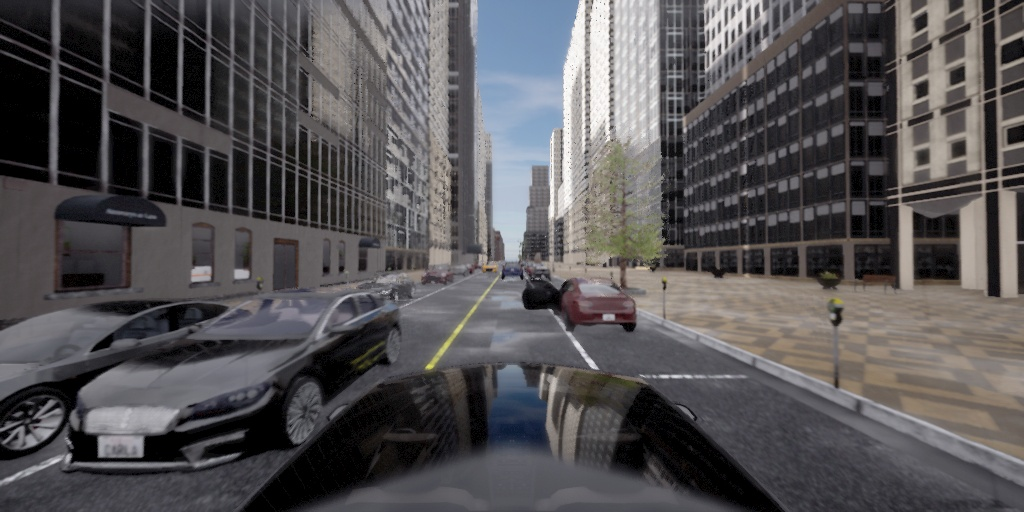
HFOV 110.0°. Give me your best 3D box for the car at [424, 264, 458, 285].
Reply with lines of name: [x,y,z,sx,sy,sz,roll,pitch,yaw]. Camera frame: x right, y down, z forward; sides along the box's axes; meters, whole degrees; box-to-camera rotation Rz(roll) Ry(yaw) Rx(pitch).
car: [-5.694,1.367,27.830,1.967,1.591,4.097,0,0,0]

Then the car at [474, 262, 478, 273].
car: [-5.697,1.590,44.897,1.888,1.381,4.507,0,0,0]

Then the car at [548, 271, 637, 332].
car: [2.351,1.339,11.005,1.812,1.442,4.674,0,0,0]

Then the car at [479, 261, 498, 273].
car: [-3.007,1.591,49.576,1.882,1.535,5.008,0,0,0]

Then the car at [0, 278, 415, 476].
car: [-3.101,1.266,5.295,2.128,1.511,4.902,0,0,0]

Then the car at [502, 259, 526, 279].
car: [0.056,1.336,36.157,2.097,1.767,4.553,0,0,0]

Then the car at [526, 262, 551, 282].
car: [2.686,1.518,33.498,2.007,1.370,4.403,0,0,0]

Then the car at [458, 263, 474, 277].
car: [-5.696,1.556,39.208,2.007,1.370,4.403,0,0,0]

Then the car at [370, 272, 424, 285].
car: [-5.692,1.400,16.452,2.007,1.370,4.403,0,0,0]
